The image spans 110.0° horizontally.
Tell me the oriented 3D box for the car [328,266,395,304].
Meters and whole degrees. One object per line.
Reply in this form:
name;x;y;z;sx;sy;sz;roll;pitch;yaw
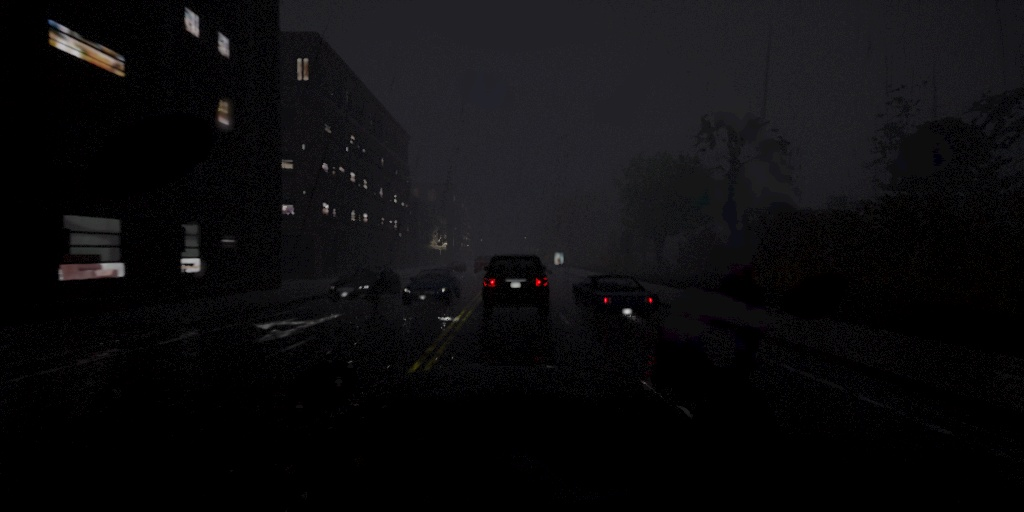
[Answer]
car;-6.576;1.244;16.525;2.128;1.511;4.902;0;0;0

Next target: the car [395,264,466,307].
car;-3.328;1.266;15.668;1.812;1.442;4.674;0;0;0

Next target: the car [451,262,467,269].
car;-6.442;1.313;41.713;1.895;1.301;4.718;0;0;1

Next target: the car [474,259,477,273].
car;-3.189;0.925;42.081;2.150;2.045;5.566;0;0;0

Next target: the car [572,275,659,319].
car;3.368;1.320;12.679;1.895;1.301;4.718;0;0;0

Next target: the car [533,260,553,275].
car;3.327;1.201;39.588;1.812;1.442;4.674;0;0;0

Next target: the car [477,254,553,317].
car;0.116;0.952;13.305;2.150;2.045;5.566;0;0;0
